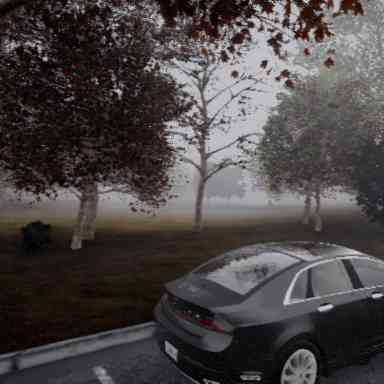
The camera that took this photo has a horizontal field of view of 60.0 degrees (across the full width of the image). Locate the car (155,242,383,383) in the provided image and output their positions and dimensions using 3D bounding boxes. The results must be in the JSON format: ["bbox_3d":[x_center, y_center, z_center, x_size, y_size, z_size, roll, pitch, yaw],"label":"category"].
[{"bbox_3d":[1.860,1.499,4.934,4.892,1.521,2.231,0,0,-30],"label":"car"}]
